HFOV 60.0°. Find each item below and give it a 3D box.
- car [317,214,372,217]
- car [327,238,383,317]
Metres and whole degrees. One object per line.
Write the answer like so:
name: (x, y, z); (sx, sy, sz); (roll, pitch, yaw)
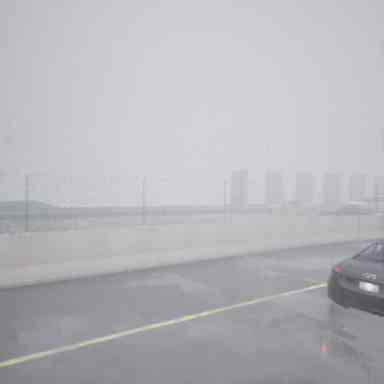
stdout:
car: (12.531, 1.652, 27.697); (4.674, 1.442, 1.812); (1, 0, -27)
car: (4.704, 1.607, 6.777); (4.181, 1.385, 1.994); (1, 0, -33)
